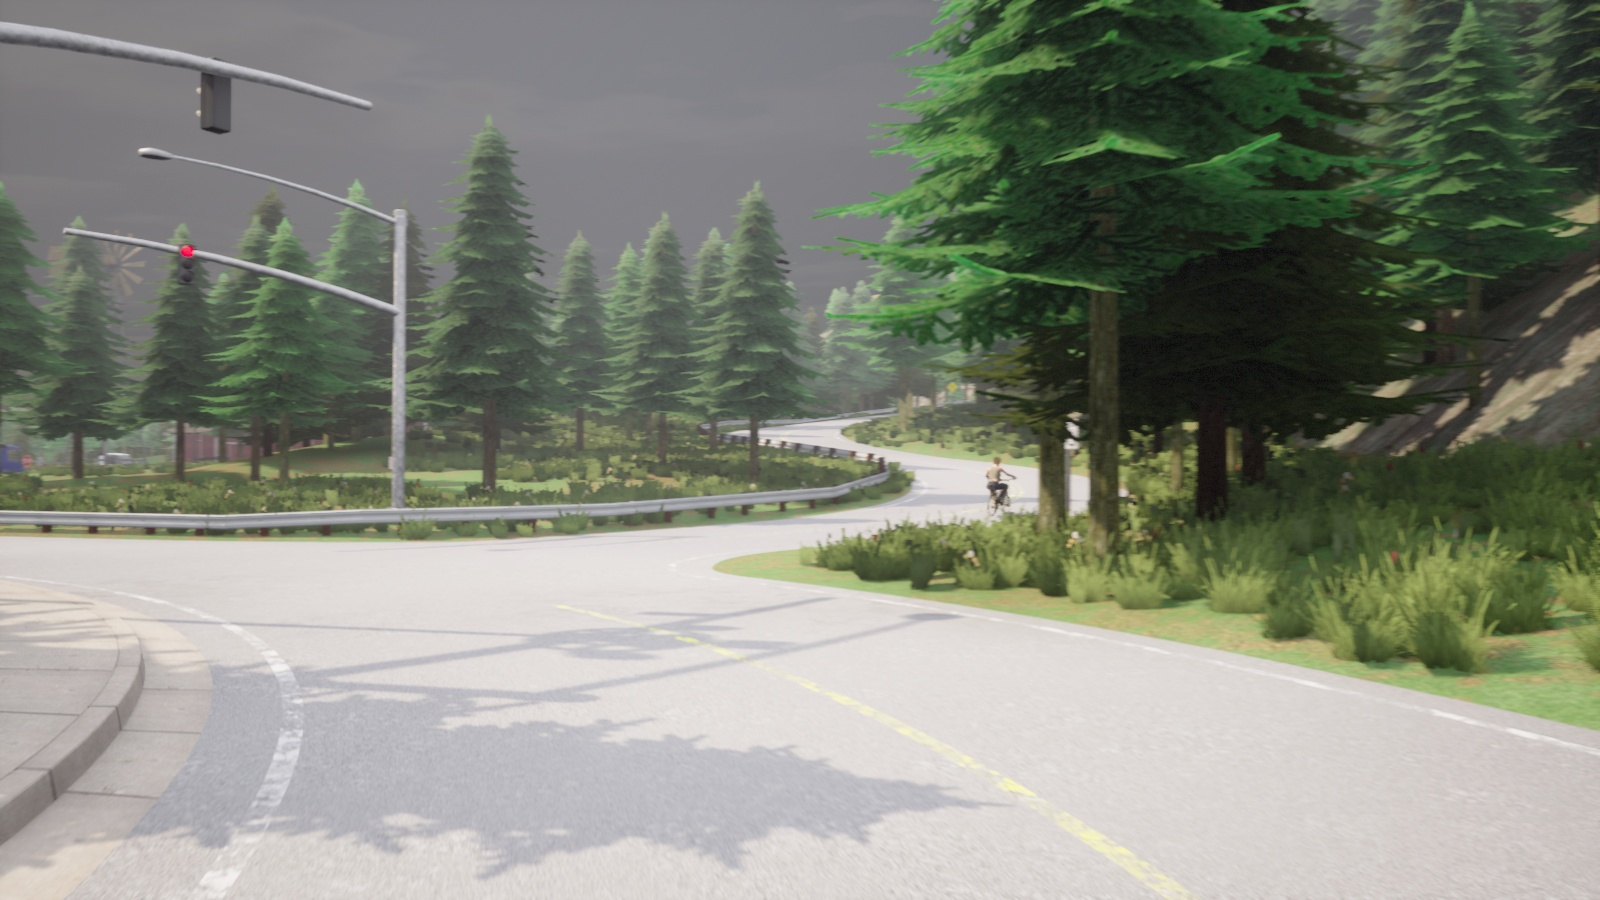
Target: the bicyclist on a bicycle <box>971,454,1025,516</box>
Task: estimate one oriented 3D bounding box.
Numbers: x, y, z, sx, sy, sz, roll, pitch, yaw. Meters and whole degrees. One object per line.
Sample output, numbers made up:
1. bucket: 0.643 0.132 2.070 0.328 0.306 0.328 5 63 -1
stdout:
1. bicyclist on a bicycle: 5.412 0.942 34.270 0.866 1.612 1.509 -2 1 33
